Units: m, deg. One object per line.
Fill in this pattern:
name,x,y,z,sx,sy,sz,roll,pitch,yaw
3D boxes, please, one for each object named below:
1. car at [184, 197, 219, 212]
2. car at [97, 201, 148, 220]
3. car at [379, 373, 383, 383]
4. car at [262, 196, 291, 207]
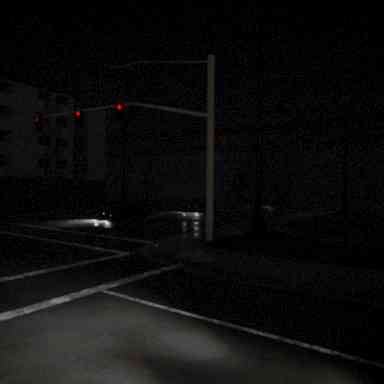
car,1.078,1.319,35.706,1.837,1.490,4.892,1,1,35
car,-5.405,1.394,26.273,1.994,1.385,4.181,1,1,34
car,3.493,1.602,1.467,4.718,1.301,1.895,0,0,36
car,12.381,1.346,48.587,4.674,1.442,1.812,0,0,-31
